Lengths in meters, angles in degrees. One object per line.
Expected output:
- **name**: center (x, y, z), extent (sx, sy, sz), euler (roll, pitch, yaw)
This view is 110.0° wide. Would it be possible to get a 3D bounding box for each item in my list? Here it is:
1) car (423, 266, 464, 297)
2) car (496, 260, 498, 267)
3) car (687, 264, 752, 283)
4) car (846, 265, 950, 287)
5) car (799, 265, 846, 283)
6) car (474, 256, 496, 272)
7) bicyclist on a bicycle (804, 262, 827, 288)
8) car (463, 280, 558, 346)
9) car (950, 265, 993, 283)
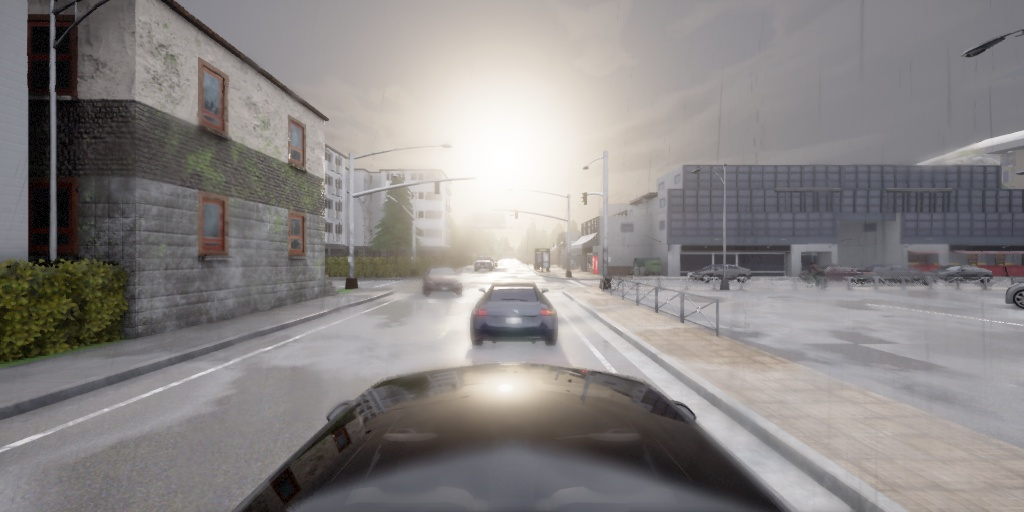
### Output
- **car**: center (-3.738, 1.272, 19.225), extent (1.812, 1.442, 4.674), euler (1, 0, -15)
- **car**: center (-3.654, 1.351, 56.973), extent (1.895, 1.301, 4.718), euler (0, 0, 0)
- **car**: center (17.033, 1.418, 29.561), extent (4.902, 1.511, 2.128), euler (0, 0, 0)
- **car**: center (27.718, 1.418, 25.901), extent (4.902, 1.511, 2.128), euler (0, 0, 0)
- **car**: center (26.398, 1.452, 29.590), extent (4.674, 1.442, 1.812), euler (0, 0, 0)
- **car**: center (-3.653, 0.972, 47.080), extent (2.150, 2.045, 5.566), euler (0, 0, 0)
- **bicyclist on a bicycle**: center (18.689, 1.227, 22.084), extent (0.582, 1.620, 1.656), euler (0, 0, 0)
- **car**: center (0.053, 1.314, 9.463), extent (1.994, 1.385, 4.181), euler (0, 0, 0)
- **car**: center (36.708, 1.452, 29.612), extent (4.674, 1.442, 1.812), euler (0, 0, 0)
